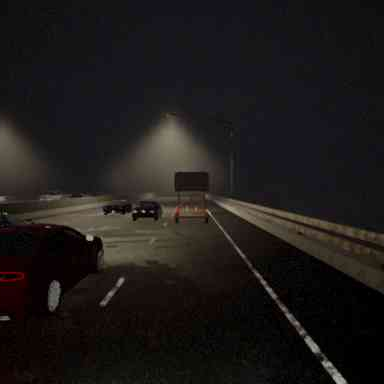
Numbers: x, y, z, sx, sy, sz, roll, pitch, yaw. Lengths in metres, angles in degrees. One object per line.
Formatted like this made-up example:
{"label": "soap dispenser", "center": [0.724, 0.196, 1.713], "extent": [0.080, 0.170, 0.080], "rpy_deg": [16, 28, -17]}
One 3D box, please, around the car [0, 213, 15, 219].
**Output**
{"label": "car", "center": [-6.906, 1.434, 11.341], "extent": [2.128, 1.511, 4.902], "rpy_deg": [0, 0, 0]}

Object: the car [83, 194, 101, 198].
{"label": "car", "center": [-17.558, 1.181, 60.436], "extent": [1.837, 1.490, 4.892], "rpy_deg": [0, 0, 0]}

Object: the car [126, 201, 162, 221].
{"label": "car", "center": [-3.417, 1.414, 25.934], "extent": [2.033, 1.411, 5.357], "rpy_deg": [0, 0, 0]}

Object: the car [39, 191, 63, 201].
{"label": "car", "center": [-24.559, 0.911, 58.126], "extent": [2.150, 2.045, 5.566], "rpy_deg": [0, 0, 1]}

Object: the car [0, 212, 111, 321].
{"label": "car", "center": [-3.403, 1.441, 7.363], "extent": [1.882, 1.535, 5.008], "rpy_deg": [0, 0, 0]}

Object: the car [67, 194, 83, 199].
{"label": "car", "center": [-21.055, 1.182, 60.349], "extent": [1.837, 1.490, 4.892], "rpy_deg": [0, 1, 0]}

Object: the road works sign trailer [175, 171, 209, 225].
{"label": "road works sign trailer", "center": [-0.014, 0.346, 23.205], "extent": [2.380, 3.560, 2.880], "rpy_deg": [0, 0, 0]}

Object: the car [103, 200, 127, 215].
{"label": "car", "center": [-6.918, 1.438, 31.500], "extent": [1.895, 1.301, 4.718], "rpy_deg": [0, 0, 0]}
